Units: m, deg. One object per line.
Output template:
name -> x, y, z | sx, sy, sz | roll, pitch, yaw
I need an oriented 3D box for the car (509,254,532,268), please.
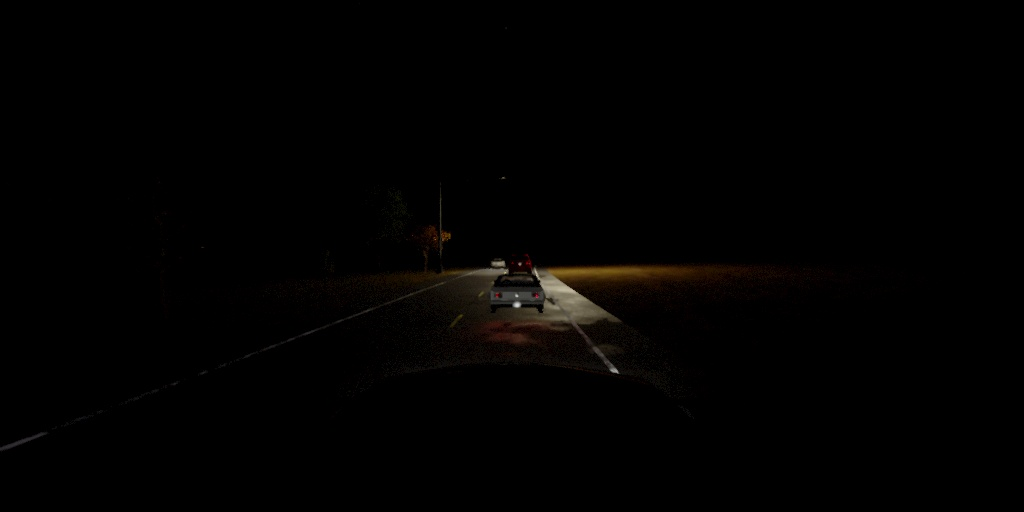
car -> 0.837, 0.846, 35.755 | 2.150, 2.045, 5.566 | 0, 0, 2

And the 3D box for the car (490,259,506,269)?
car -> -2.002, 1.089, 50.804 | 1.812, 1.442, 4.674 | 0, 0, 3

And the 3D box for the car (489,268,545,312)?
car -> 0.203, 1.308, 13.948 | 1.895, 1.301, 4.718 | 0, 0, 1
